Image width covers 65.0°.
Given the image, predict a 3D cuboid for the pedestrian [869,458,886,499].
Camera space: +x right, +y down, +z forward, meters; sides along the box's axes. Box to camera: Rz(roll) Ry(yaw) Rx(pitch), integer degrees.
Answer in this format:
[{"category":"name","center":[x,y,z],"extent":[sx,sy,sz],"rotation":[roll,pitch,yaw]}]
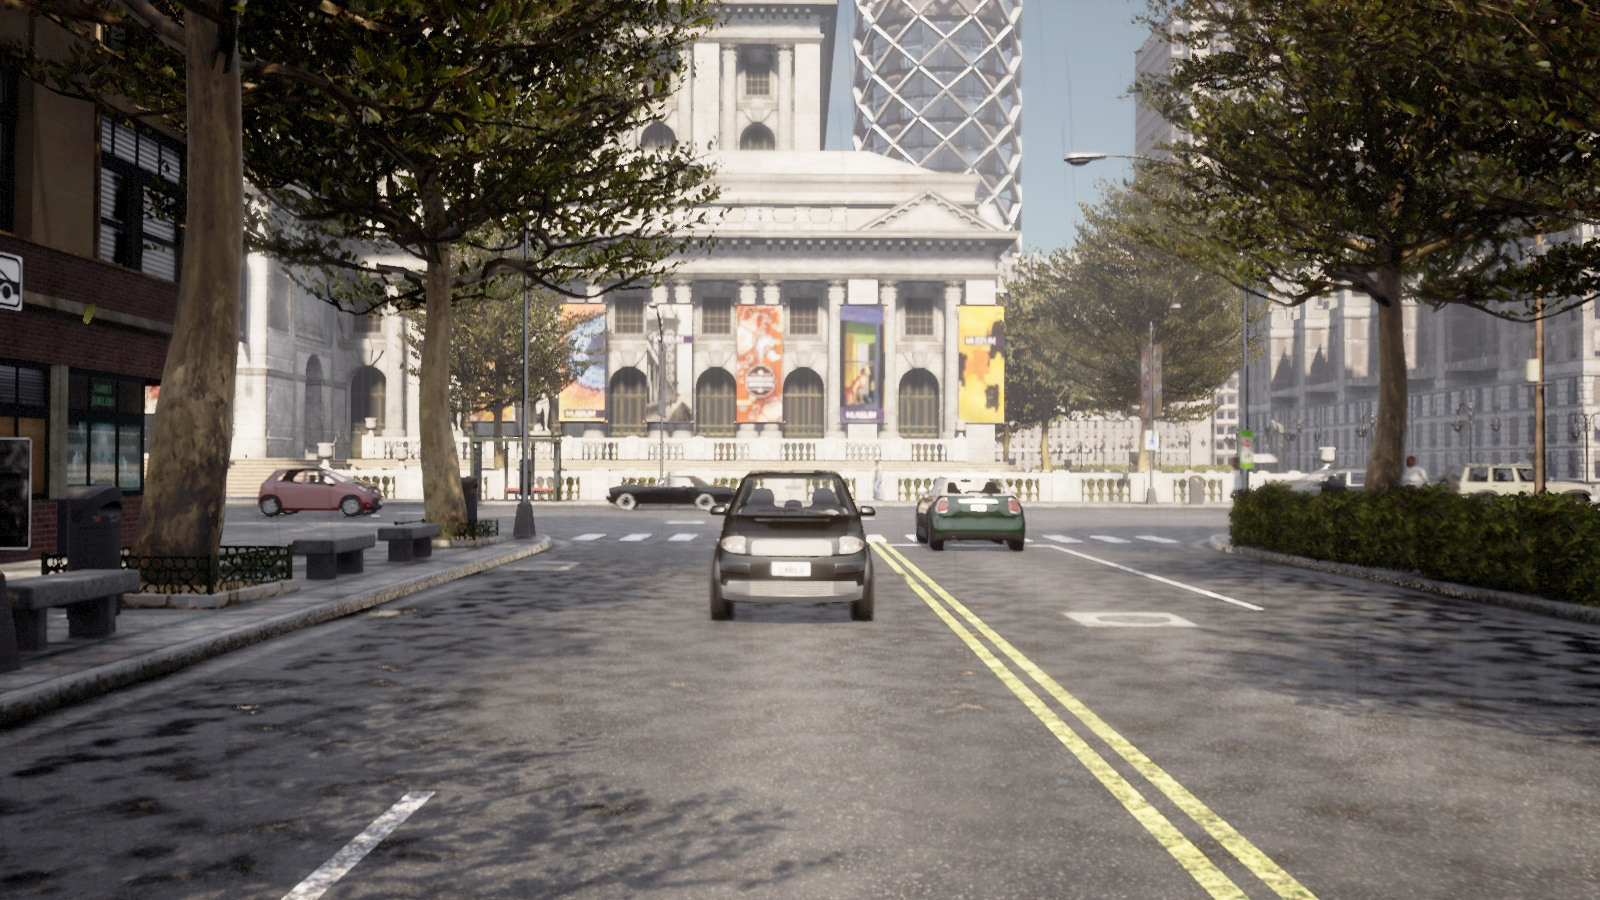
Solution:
[{"category":"pedestrian","center":[3.421,1.251,55.238],"extent":[0.706,1.836,0.354],"rotation":[0,-1,-6]}]

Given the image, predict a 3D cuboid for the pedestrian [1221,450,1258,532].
[{"category":"pedestrian","center":[10.018,0.930,28.615],"extent":[0.706,1.836,0.354],"rotation":[0,-1,3]}]

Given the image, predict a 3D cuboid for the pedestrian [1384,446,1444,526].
[{"category":"pedestrian","center":[14.449,0.836,29.561],"extent":[0.900,1.855,0.874],"rotation":[0,-1,-12]}]

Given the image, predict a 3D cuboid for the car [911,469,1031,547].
[{"category":"car","center":[3.427,1.135,25.826],"extent":[1.970,1.475,3.806],"rotation":[0,-1,1]}]

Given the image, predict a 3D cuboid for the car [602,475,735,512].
[{"category":"car","center":[-4.838,1.603,46.560],"extent":[4.718,1.301,1.895],"rotation":[0,-1,0]}]

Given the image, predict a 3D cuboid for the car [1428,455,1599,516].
[{"category":"car","center":[22.529,1.106,39.487],"extent":[4.605,1.855,1.932],"rotation":[0,-1,0]}]

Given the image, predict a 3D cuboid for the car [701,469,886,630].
[{"category":"car","center":[-0.070,0.992,14.032],"extent":[1.789,1.549,3.705],"rotation":[0,-1,0]}]

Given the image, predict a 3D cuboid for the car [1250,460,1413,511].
[{"category":"car","center":[18.120,1.202,43.012],"extent":[4.611,1.667,2.242],"rotation":[0,-1,-1]}]

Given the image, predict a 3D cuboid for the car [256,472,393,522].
[{"category":"car","center":[-14.932,1.457,39.588],"extent":[3.633,1.501,1.845],"rotation":[0,-1,0]}]
